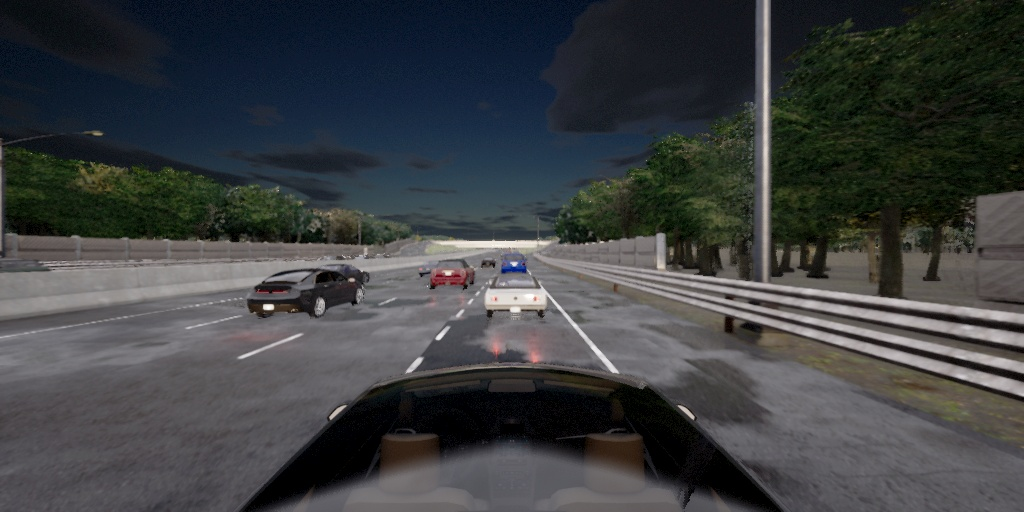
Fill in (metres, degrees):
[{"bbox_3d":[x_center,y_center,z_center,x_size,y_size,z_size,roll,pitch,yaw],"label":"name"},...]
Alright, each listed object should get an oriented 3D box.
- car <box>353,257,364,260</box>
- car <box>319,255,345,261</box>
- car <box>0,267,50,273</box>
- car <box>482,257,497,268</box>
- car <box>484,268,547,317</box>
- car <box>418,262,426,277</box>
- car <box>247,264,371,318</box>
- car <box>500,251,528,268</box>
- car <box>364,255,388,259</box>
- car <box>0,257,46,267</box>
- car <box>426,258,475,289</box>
[{"bbox_3d":[-24.242,0.856,57.321,1.812,1.442,4.674,0,1,1],"label":"car"},{"bbox_3d":[-27.761,0.707,55.634,2.097,1.767,4.553,0,1,1],"label":"car"},{"bbox_3d":[-21.088,1.277,13.773,1.895,1.301,4.718,0,0,0],"label":"car"},{"bbox_3d":[-3.268,0.882,51.604,1.882,1.535,5.008,0,1,1],"label":"car"},{"bbox_3d":[0.109,1.279,12.790,1.895,1.301,4.718,0,0,0],"label":"car"},{"bbox_3d":[-6.821,1.104,31.616,2.033,1.411,5.357,0,0,0],"label":"car"},{"bbox_3d":[-6.890,1.186,12.570,1.837,1.490,4.892,0,0,0],"label":"car"},{"bbox_3d":[0.177,0.779,31.243,2.150,2.045,5.566,0,0,0],"label":"car"},{"bbox_3d":[-20.762,0.698,56.225,2.097,1.767,4.553,0,1,1],"label":"car"},{"bbox_3d":[-31.560,0.977,21.785,2.097,1.767,4.553,0,0,0],"label":"car"},{"bbox_3d":[-3.467,0.973,21.639,2.097,1.767,4.553,0,0,0],"label":"car"}]
